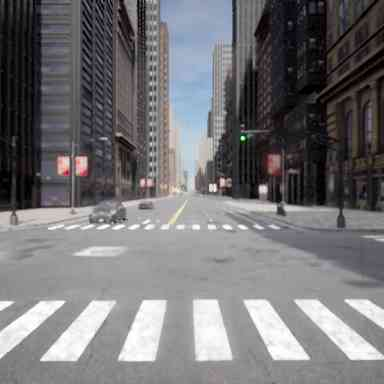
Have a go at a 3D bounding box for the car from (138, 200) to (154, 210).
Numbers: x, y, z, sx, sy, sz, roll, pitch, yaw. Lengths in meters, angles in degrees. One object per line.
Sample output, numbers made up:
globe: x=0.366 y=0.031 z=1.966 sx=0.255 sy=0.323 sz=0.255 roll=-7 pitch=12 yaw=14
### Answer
car: x=-6.501 y=1.845 z=47.590 sx=2.033 sy=1.411 sz=5.357 roll=0 pitch=0 yaw=0

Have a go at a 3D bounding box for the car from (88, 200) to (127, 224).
car: x=-6.499 y=1.461 z=26.106 sx=2.097 sy=1.767 sz=4.553 roll=0 pitch=-1 yaw=0
